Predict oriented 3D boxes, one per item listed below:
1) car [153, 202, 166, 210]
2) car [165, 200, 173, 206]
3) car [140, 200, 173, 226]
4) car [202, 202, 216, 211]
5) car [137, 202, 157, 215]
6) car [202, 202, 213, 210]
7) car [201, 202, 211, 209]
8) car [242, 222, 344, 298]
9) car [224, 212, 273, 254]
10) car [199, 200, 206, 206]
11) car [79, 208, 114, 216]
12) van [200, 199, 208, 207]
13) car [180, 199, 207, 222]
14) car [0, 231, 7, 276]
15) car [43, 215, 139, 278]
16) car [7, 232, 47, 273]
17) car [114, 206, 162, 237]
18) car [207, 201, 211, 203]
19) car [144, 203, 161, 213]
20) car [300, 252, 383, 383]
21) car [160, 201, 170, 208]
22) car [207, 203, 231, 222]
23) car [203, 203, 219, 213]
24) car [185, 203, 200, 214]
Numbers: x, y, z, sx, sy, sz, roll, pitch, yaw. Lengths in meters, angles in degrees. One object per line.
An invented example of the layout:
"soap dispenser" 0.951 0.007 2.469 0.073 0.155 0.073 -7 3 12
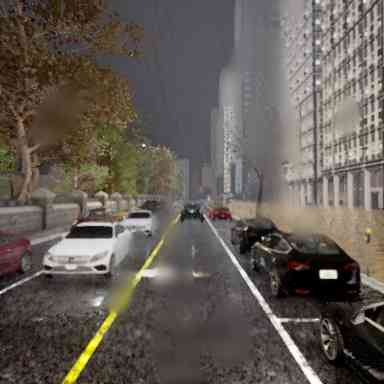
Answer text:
"car" -5.676 2.421 59.334 1.887 1.381 4.507 0 -1 0
"car" -5.671 2.752 81.691 1.752 1.417 4.829 0 -1 0
"car" -2.994 1.652 27.071 2.150 2.045 5.566 0 -1 0
"car" 2.703 2.341 53.700 2.008 1.369 4.403 0 -1 0
"car" -5.679 2.061 42.440 1.967 1.590 4.097 0 -1 0
"car" 2.704 2.458 59.331 1.802 1.307 4.206 0 -1 0
"car" 2.706 2.545 64.963 1.802 1.307 4.206 0 -1 0
"car" 2.693 1.690 8.646 1.947 1.339 4.313 0 -1 0
"car" 2.694 1.771 14.278 1.947 1.339 4.313 0 -1 0
"car" 2.711 2.902 87.489 1.802 1.307 4.206 0 -1 0
"car" -5.684 1.727 19.914 1.967 1.590 4.097 0 -1 0
"van" 2.709 2.480 76.231 1.690 1.788 3.998 0 -1 0
"car" 0.018 1.807 31.389 2.097 1.767 4.553 0 -1 0
"car" -3.096 1.235 0.793 2.150 2.045 5.566 0 -1 0
"car" -3.082 1.681 10.804 1.812 1.442 4.674 0 -1 0
"car" -5.687 1.707 8.648 1.802 1.307 4.206 0 -1 0
"car" -3.081 1.814 20.001 1.812 1.442 4.674 0 -1 0
"car" 2.700 1.976 36.807 1.967 1.590 4.097 0 -1 0
"car" -5.679 2.250 48.070 1.887 1.381 4.507 0 -1 0
"car" 2.692 1.610 3.014 1.947 1.339 4.313 0 -1 0
"car" -5.673 2.596 70.597 1.887 1.381 4.507 0 -1 0
"car" 2.699 1.997 31.175 1.887 1.381 4.507 0 -1 0
"car" 2.702 2.256 48.068 2.008 1.369 4.403 0 -1 0
"car" 0.060 2.223 45.004 1.994 1.385 4.181 0 -1 1
